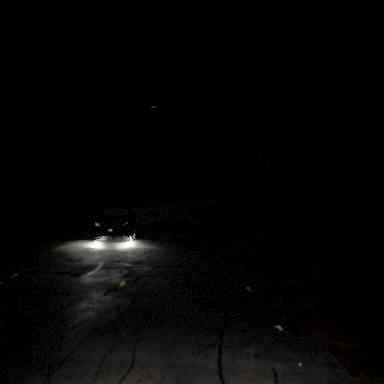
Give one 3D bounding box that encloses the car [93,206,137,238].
[{"bbox_3d":[-3.973,1.495,17.741,1.812,1.442,4.674,0,0,-5],"label":"car"}]
